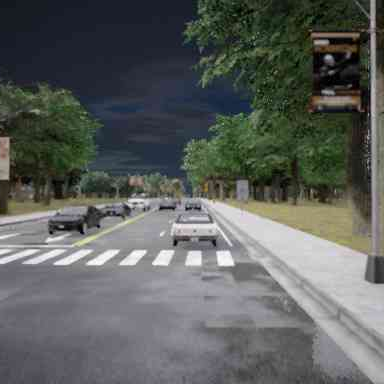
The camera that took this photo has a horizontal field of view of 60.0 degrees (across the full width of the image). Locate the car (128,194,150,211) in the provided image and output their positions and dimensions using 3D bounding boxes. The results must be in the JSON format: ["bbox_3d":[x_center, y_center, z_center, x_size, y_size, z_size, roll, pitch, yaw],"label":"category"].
[{"bbox_3d":[-6.520,1.246,40.932,2.150,2.045,5.566,0,0,1],"label":"car"}]

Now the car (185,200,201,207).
[{"bbox_3d":[0.143,1.623,39.614,1.895,1.301,4.718,0,0,0],"label":"car"}]

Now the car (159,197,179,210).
[{"bbox_3d":[-3.104,1.596,43.071,1.994,1.385,4.181,0,0,0],"label":"car"}]

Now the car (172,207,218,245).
[{"bbox_3d":[0.116,1.590,15.394,1.895,1.301,4.718,0,0,0],"label":"car"}]

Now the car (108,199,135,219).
[{"bbox_3d":[-6.553,1.567,29.091,1.994,1.385,4.181,0,0,0],"label":"car"}]

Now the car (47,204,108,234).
[{"bbox_3d":[-6.573,1.470,19.236,1.882,1.535,5.008,0,0,0],"label":"car"}]

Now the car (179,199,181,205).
[{"bbox_3d":[-3.092,1.699,63.533,1.994,1.385,4.181,0,0,0],"label":"car"}]
